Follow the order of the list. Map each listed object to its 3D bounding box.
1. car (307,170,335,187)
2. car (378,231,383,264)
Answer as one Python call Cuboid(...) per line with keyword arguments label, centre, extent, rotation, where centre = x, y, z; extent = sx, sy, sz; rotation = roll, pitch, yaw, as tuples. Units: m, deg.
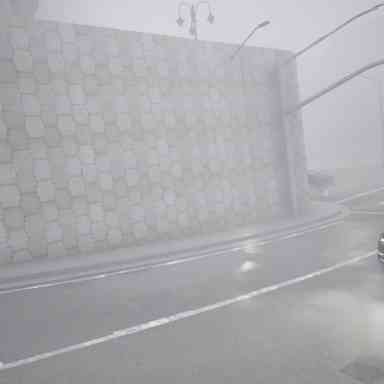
Cuboid(label="car", centre=(11.029, -1.315, 31.322), extent=(1.812, 1.442, 4.674), rotation=(-11, 7, -35))
Cuboid(label="car", centre=(6.800, 1.001, 8.876), extent=(4.902, 1.511, 2.128), rotation=(-6, 4, -36))
